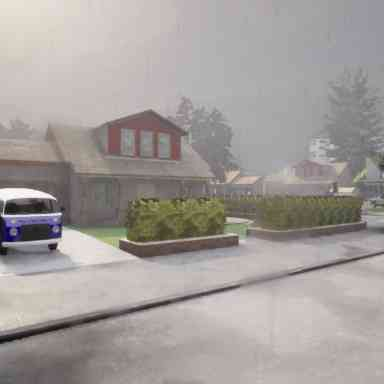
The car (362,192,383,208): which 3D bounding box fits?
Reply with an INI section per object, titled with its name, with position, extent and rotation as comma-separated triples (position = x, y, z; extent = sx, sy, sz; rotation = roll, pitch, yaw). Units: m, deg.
[car]
position = 22.993, 0.985, 40.726
extent = 3.866, 1.878, 1.905
rotation = 0, 0, -1
